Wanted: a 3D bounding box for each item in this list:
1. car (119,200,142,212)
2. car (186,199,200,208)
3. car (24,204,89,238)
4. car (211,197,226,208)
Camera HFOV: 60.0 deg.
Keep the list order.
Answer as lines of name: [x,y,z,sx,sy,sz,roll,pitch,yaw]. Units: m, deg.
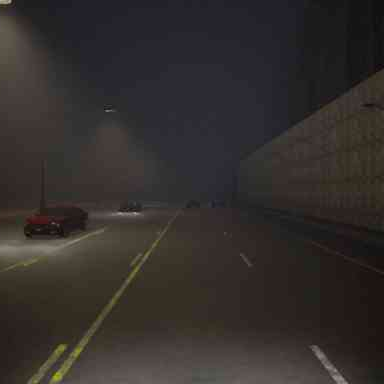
car: [-6.883,1.568,37.693,1.994,1.385,4.181,0,0,0]
car: [0.176,1.586,46.644,1.895,1.301,4.718,0,0,1]
car: [-7.044,1.466,17.779,1.882,1.535,5.008,0,0,0]
car: [3.681,1.479,46.924,2.128,1.511,4.902,0,0,1]
